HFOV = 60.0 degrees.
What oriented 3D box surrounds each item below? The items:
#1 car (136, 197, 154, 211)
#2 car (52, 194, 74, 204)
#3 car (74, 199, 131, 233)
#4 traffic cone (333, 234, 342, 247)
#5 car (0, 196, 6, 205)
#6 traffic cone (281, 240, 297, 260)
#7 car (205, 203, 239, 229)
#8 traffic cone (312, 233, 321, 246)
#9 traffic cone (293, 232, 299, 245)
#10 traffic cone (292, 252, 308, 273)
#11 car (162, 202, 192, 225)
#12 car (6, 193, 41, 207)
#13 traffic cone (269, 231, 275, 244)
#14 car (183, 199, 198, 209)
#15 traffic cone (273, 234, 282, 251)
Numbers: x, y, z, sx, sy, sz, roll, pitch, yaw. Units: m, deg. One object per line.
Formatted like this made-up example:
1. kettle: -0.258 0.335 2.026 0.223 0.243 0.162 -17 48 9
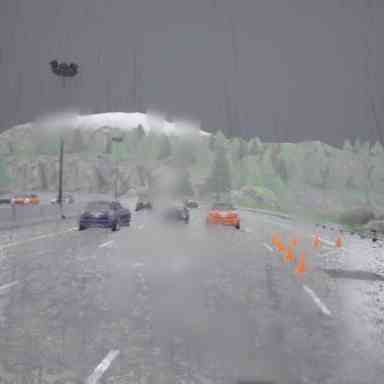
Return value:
1. car: -5.840 1.425 41.712 2.097 1.767 4.553 2 0 -7
2. car: -17.031 1.081 44.413 2.097 1.767 4.553 2 0 -8
3. car: -5.028 1.314 19.855 2.097 1.767 4.553 2 0 2
4. traffic cone: 6.912 2.278 15.721 0.340 0.580 0.340 2 0 6
5. car: -24.165 0.980 44.970 1.882 1.535 5.008 2 0 -8
6. traffic cone: 3.515 2.145 12.055 0.340 0.580 0.340 2 0 6
7. car: 2.061 1.566 23.592 2.097 1.767 4.553 2 0 0
8. traffic cone: 5.918 2.246 15.825 0.340 0.580 0.340 2 0 6
9. traffic cone: 4.924 2.215 15.929 0.340 0.580 0.340 2 0 6
10. traffic cone: 3.308 2.126 10.066 0.340 0.580 0.340 2 0 6
11. car: -1.200 1.723 25.534 1.895 1.301 4.718 2 0 -1
12. car: -20.056 0.958 40.283 2.097 1.767 4.553 2 0 -6
13. traffic cone: 3.930 2.183 16.033 0.340 0.580 0.340 2 0 6
14. car: -0.317 1.847 52.838 1.812 1.442 4.674 2 0 -11
15. traffic cone: 3.723 2.164 14.044 0.340 0.580 0.340 2 0 6
